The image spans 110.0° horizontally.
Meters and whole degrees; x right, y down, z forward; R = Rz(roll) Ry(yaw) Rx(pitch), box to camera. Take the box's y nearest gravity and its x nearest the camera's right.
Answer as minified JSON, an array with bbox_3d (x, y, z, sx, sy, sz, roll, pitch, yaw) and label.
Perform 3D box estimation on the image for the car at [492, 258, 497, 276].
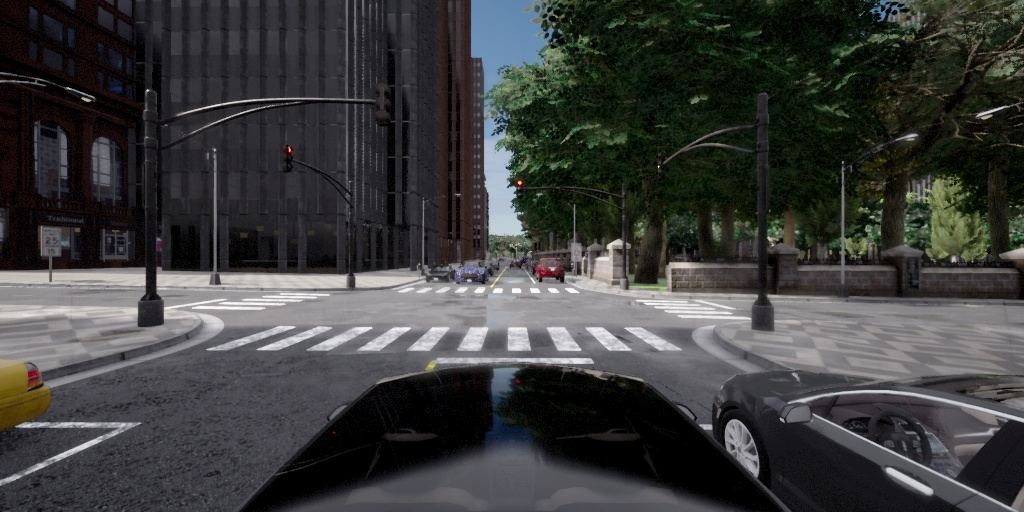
[{"bbox_3d":[-2.823,1.274,37.003,1.837,1.490,4.892,0,0,1],"label":"car"}]

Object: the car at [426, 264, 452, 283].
[{"bbox_3d":[-5.553,1.326,28.466,1.948,1.339,4.313,0,0,0],"label":"car"}]

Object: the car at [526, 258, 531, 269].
[{"bbox_3d":[3.101,1.329,44.776,2.007,1.370,4.403,0,0,0],"label":"car"}]

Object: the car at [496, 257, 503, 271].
[{"bbox_3d":[-2.714,1.276,49.425,2.128,1.511,4.902,0,0,1],"label":"car"}]

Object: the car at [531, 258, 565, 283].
[{"bbox_3d":[2.972,1.075,28.408,2.192,1.841,5.009,0,0,0],"label":"car"}]

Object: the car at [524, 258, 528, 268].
[{"bbox_3d":[3.145,1.335,50.233,2.007,1.370,4.403,0,0,0],"label":"car"}]

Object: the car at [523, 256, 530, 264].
[{"bbox_3d":[3.188,1.231,55.689,1.967,1.591,4.097,0,0,0],"label":"car"}]

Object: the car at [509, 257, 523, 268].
[{"bbox_3d":[0.553,1.322,60.958,1.812,1.442,4.674,0,0,0],"label":"car"}]

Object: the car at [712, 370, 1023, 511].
[{"bbox_3d":[2.760,1.300,1.744,2.007,1.370,4.403,0,0,0],"label":"car"}]

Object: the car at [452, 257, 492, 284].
[{"bbox_3d":[-2.903,1.112,26.869,2.097,1.767,4.553,0,0,0],"label":"car"}]

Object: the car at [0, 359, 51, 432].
[{"bbox_3d":[-5.766,1.275,1.632,1.751,1.417,4.829,0,0,0],"label":"car"}]

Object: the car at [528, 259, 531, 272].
[{"bbox_3d":[3.058,1.338,39.320,1.948,1.339,4.313,0,0,0],"label":"car"}]

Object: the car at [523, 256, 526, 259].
[{"bbox_3d":[3.231,1.237,61.145,1.967,1.591,4.097,0,0,0],"label":"car"}]
